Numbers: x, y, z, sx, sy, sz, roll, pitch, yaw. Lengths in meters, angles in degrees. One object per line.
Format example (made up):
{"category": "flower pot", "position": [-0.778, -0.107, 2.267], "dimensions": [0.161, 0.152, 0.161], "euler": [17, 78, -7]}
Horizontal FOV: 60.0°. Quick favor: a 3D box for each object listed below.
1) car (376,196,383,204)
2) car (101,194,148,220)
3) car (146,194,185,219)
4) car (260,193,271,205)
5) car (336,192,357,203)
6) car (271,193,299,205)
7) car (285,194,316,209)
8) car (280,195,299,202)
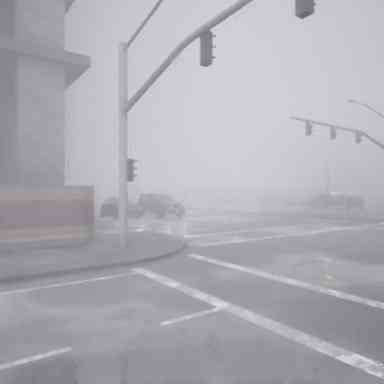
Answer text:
{"category": "car", "position": [32.495, 1.397, 55.564], "dimensions": [3.806, 1.475, 1.970], "euler": [0, 0, -35]}
{"category": "car", "position": [-5.907, 1.297, 27.687], "dimensions": [2.097, 1.767, 4.553], "euler": [0, 0, -36]}
{"category": "car", "position": [-2.828, 1.167, 29.397], "dimensions": [2.150, 2.045, 5.566], "euler": [0, 0, -36]}
{"category": "car", "position": [13.572, 1.155, 56.068], "dimensions": [4.605, 1.855, 1.932], "euler": [0, 0, -35]}
{"category": "car", "position": [36.943, 1.159, 79.444], "dimensions": [3.866, 1.878, 1.905], "euler": [0, 0, -35]}
{"category": "car", "position": [15.164, 1.366, 53.907], "dimensions": [3.905, 1.438, 1.784], "euler": [0, 0, -35]}
{"category": "car", "position": [16.837, 1.397, 51.544], "dimensions": [3.806, 1.475, 1.970], "euler": [0, 0, -35]}
{"category": "car", "position": [21.035, 1.366, 71.703], "dimensions": [3.905, 1.438, 1.784], "euler": [0, 0, -35]}
